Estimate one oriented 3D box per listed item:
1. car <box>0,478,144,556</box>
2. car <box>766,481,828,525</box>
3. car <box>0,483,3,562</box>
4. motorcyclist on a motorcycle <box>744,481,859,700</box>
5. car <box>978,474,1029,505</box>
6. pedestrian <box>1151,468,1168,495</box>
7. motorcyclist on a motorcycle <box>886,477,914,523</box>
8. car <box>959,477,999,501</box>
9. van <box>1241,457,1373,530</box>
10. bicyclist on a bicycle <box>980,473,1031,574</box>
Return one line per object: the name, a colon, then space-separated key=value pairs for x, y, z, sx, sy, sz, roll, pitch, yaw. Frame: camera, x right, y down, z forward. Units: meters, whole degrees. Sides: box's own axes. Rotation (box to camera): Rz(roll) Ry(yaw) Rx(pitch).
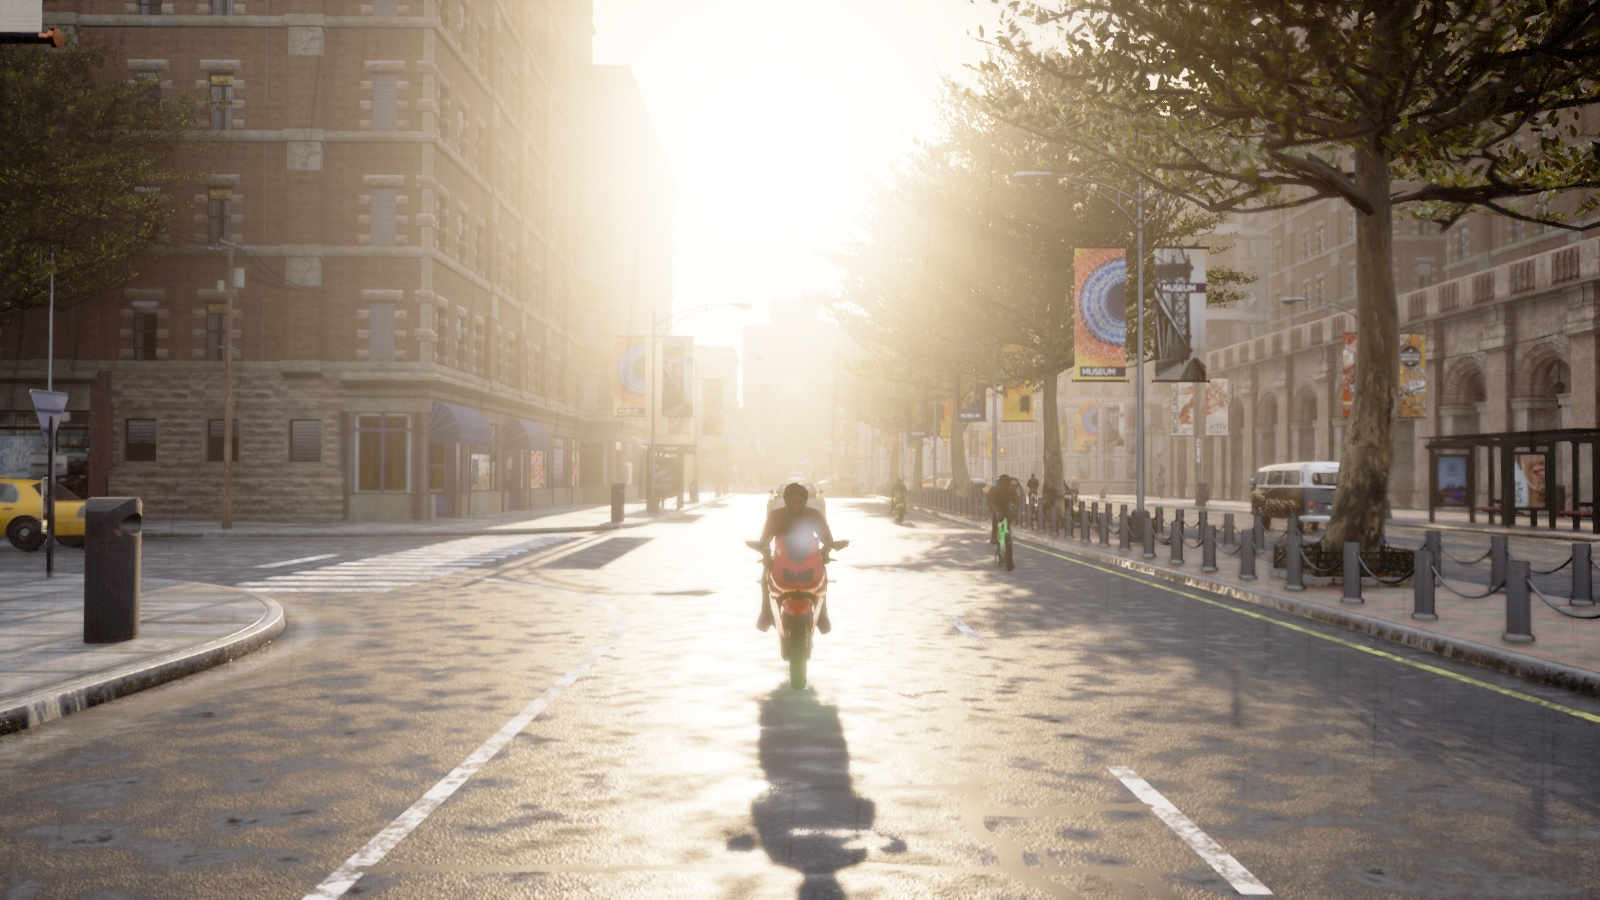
car: x=-16.879 y=1.376 z=26.244 sx=5.366 sy=1.575 sz=1.801 roll=0 pitch=-1 yaw=-1
car: x=-0.111 y=1.778 z=42.773 sx=1.994 sy=1.385 sz=4.181 roll=0 pitch=-1 yaw=0
car: x=-17.558 y=1.367 z=22.779 sx=4.792 sy=1.488 sz=2.163 roll=0 pitch=-1 yaw=-1
motorcyclist on a motorcycle: x=-0.024 y=1.009 z=9.852 sx=0.797 sy=1.523 sz=2.044 roll=0 pitch=-1 yaw=-2
car: x=11.312 y=2.168 z=70.083 sx=2.033 sy=1.649 sz=4.856 roll=0 pitch=-1 yaw=0
pedestrian: x=24.787 y=2.183 z=86.504 sx=0.874 sy=1.855 sz=0.900 roll=0 pitch=-1 yaw=0
motorcyclist on a motorcycle: x=3.389 y=1.680 z=42.658 sx=0.797 sy=1.523 sz=2.044 roll=0 pitch=-1 yaw=0
car: x=11.292 y=2.439 z=79.469 sx=1.837 sy=1.490 sz=4.892 roll=0 pitch=-1 yaw=0
van: x=14.902 y=1.261 z=37.196 sx=2.069 sy=2.038 sz=4.480 roll=0 pitch=-1 yaw=0
bicyclist on a bicycle: x=3.444 y=1.202 z=21.170 sx=0.582 sy=1.620 sz=1.656 roll=0 pitch=-1 yaw=0
